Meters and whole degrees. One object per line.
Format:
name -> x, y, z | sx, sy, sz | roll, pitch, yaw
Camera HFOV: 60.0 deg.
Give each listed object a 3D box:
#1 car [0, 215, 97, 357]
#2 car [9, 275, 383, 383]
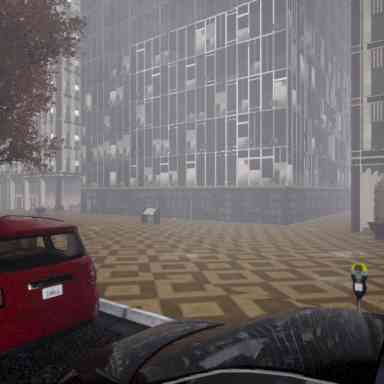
car -> -3.665, 1.315, 5.501 | 5.009, 1.841, 2.192 | 0, 0, 36
car -> 0.827, 1.566, 2.287 | 4.313, 1.339, 1.947 | 0, 0, 36
